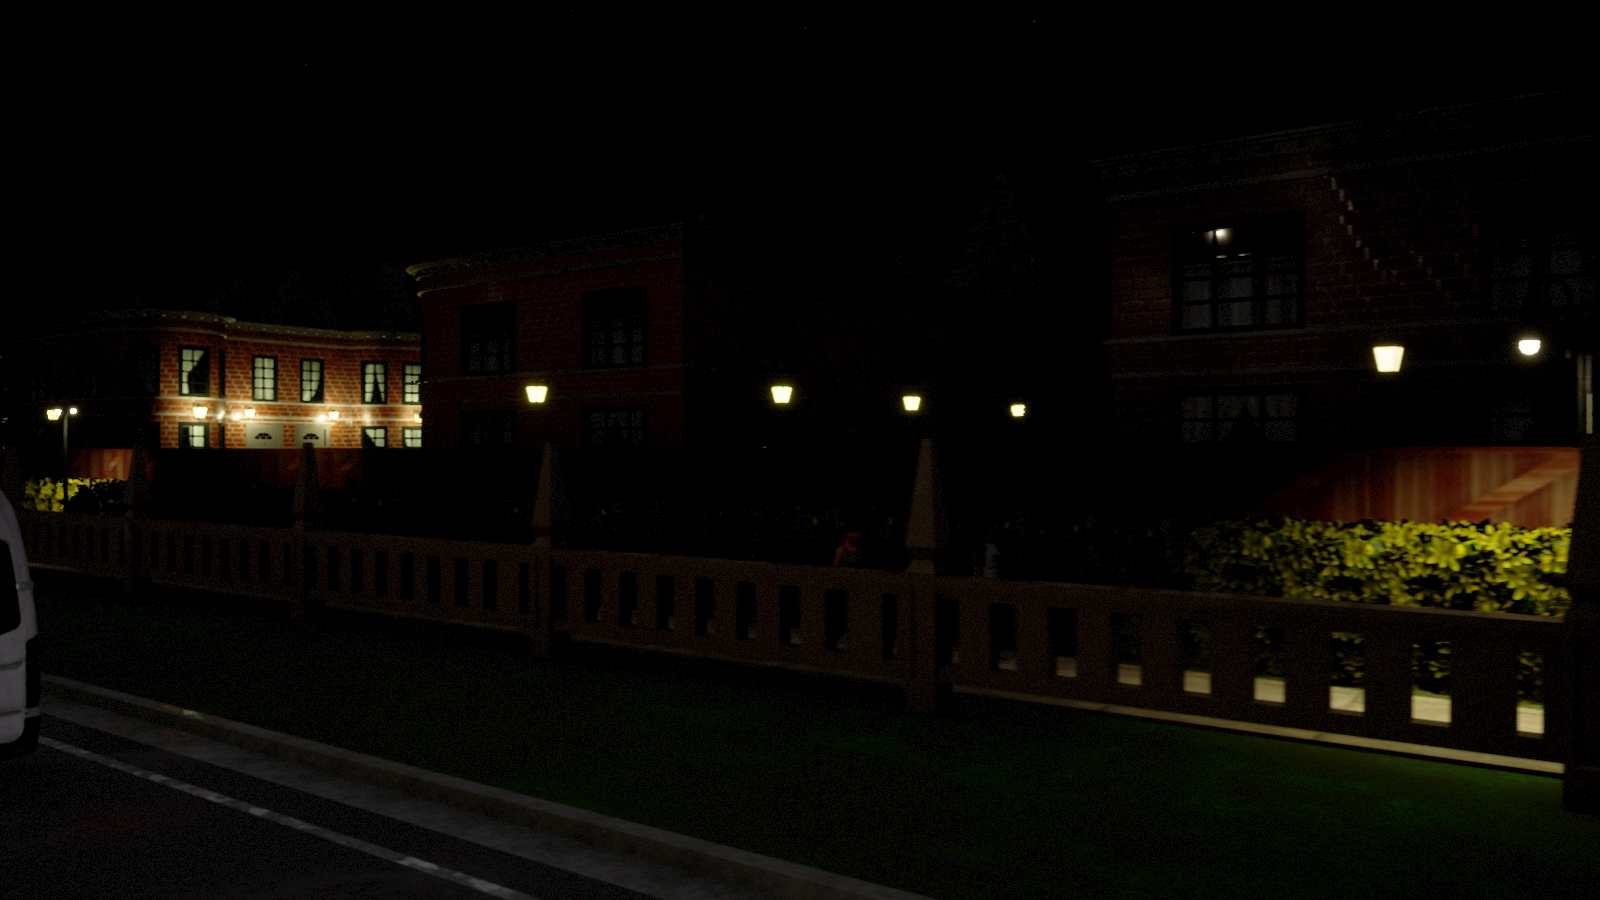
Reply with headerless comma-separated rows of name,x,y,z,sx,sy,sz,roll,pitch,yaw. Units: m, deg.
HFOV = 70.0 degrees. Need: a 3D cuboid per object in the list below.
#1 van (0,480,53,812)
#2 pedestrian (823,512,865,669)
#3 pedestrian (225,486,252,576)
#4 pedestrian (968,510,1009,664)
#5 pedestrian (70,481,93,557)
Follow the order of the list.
van,-9.018,1.537,10.096,5.915,2.561,1.988,0,0,35
pedestrian,0.538,1.698,13.977,0.375,1.860,0.375,0,0,35
pedestrian,-11.877,1.701,24.156,0.375,1.860,0.375,0,0,35
pedestrian,2.365,1.697,14.315,0.375,1.860,0.375,0,0,38
pedestrian,-17.900,1.702,28.472,0.375,1.860,0.375,0,0,36
